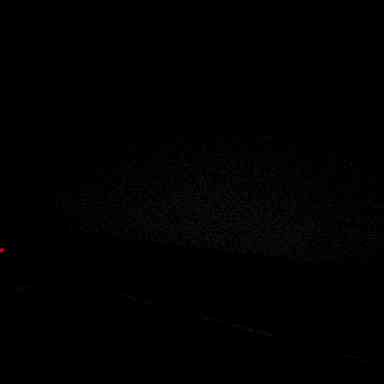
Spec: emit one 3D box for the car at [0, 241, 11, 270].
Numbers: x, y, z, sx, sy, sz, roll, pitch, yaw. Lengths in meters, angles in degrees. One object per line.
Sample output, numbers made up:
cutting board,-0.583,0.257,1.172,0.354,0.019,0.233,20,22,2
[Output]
car,-7.002,1.457,8.972,5.357,1.411,2.033,1,0,35
